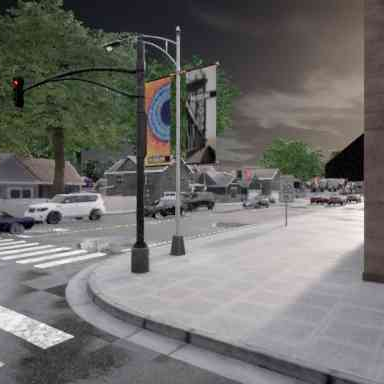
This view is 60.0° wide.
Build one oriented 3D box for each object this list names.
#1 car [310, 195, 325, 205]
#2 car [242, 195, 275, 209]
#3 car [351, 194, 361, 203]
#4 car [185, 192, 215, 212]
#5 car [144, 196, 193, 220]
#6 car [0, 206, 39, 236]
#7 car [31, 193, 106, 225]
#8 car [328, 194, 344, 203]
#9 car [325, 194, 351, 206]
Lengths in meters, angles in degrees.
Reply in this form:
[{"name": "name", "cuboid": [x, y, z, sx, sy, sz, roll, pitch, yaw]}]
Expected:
[{"name": "car", "cuboid": [20.029, 1.171, 52.192, 1.882, 1.535, 5.008, 0, 0, 36]}, {"name": "car", "cuboid": [7.949, 1.265, 41.190, 2.128, 1.511, 4.902, 0, 0, 36]}, {"name": "car", "cuboid": [28.276, 1.155, 58.143, 1.837, 1.490, 4.892, 0, 0, 36]}, {"name": "car", "cuboid": [0.356, 1.030, 36.161, 2.150, 2.045, 5.566, 0, 2, 36]}, {"name": "car", "cuboid": [-2.334, 1.346, 26.847, 1.882, 1.535, 5.008, 0, 0, 36]}, {"name": "car", "cuboid": [-10.188, 1.547, 15.869, 1.895, 1.301, 4.718, 0, 0, 36]}, {"name": "car", "cuboid": [-8.734, 1.125, 23.503, 2.150, 2.045, 5.566, 0, 0, 36]}, {"name": "car", "cuboid": [26.664, 1.146, 61.473, 1.837, 1.490, 4.892, 0, 0, 36]}, {"name": "car", "cuboid": [21.253, 1.213, 48.312, 1.837, 1.490, 4.892, 0, 1, 35]}]
